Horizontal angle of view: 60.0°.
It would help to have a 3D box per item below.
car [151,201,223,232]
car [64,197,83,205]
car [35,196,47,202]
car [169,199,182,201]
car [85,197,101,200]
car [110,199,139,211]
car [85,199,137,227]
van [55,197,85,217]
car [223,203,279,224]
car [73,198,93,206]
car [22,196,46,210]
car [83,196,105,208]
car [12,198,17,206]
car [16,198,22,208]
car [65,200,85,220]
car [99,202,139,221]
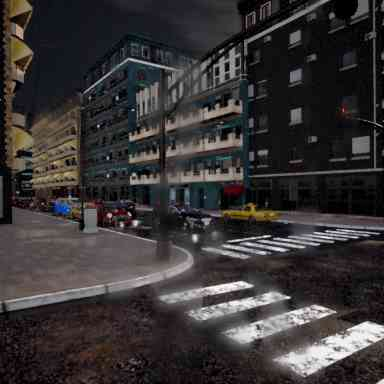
[{"bbox_3d":[-0.692,1.553,21.021,2.128,1.511,4.902,-1,0,-39],"label":"car"},{"bbox_3d":[-21.512,1.647,60.319,2.008,1.369,4.403,-1,1,-35],"label":"car"},{"bbox_3d":[-37.565,1.730,82.859,1.887,1.381,4.507,-1,1,-35],"label":"car"},{"bbox_3d":[-2.250,1.443,33.271,1.967,1.590,4.097,-1,1,-35],"label":"car"},{"bbox_3d":[-12.135,1.466,37.189,2.097,1.767,4.553,-1,0,-35],"label":"car"},{"bbox_3d":[-8.670,1.583,42.288,2.008,1.369,4.403,-1,1,-35],"label":"car"},{"bbox_3d":[-5.866,1.554,23.904,1.967,1.590,4.097,-1,1,-35],"label":"car"},{"bbox_3d":[-12.288,1.484,32.918,1.690,1.788,3.998,-1,1,-35],"label":"van"},{"bbox_3d":[4.073,1.500,24.395,1.752,1.417,4.829,-1,1,-35],"label":"car"},{"bbox_3d":[-18.302,1.645,55.811,1.947,1.339,4.313,-1,1,-35],"label":"car"},{"bbox_3d":[-21.918,1.629,46.442,1.967,1.590,4.097,-1,1,-35],"label":"car"},{"bbox_3d":[-15.093,1.504,51.302,1.967,1.590,4.097,-1,1,-35],"label":"car"},{"bbox_3d":[-31.548,1.783,59.967,1.887,1.381,4.507,-1,1,-35],"label":"car"},{"bbox_3d":[-25.127,1.771,50.951,1.947,1.339,4.313,-1,1,-35],"label":"car"},{"bbox_3d":[-8.976,1.653,28.273,1.752,1.417,4.829,-1,1,-35],"label":"car"},{"bbox_3d":[-6.463,1.651,29.215,1.994,1.385,4.181,-1,0,-35],"label":"car"}]
